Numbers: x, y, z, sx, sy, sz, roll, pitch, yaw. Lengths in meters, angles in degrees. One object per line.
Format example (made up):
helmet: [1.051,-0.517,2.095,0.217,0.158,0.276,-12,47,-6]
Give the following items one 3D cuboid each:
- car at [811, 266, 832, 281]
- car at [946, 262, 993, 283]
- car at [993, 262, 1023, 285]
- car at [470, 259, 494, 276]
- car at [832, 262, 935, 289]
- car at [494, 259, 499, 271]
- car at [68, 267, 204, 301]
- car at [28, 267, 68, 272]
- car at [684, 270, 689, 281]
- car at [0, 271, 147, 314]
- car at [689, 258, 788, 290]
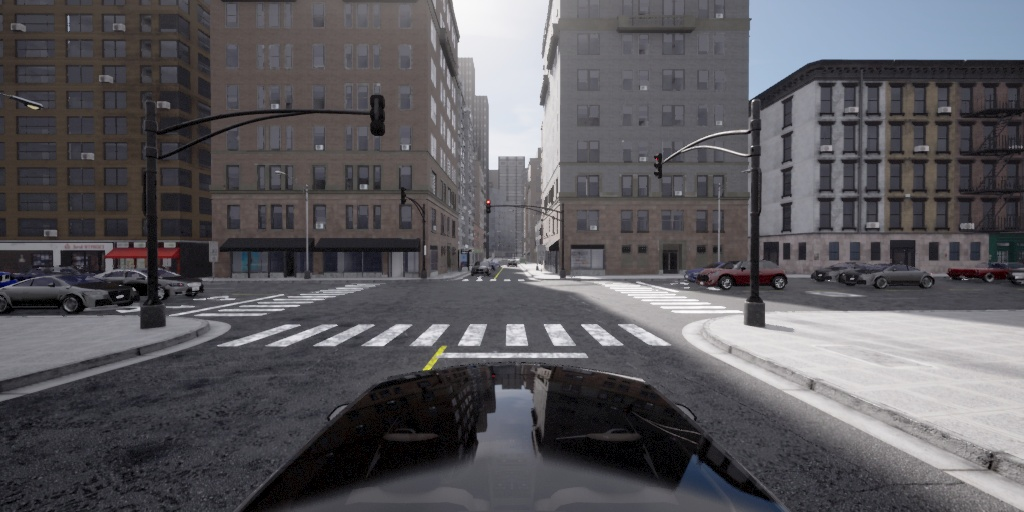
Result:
car: [22.917,1.106,24.365,4.181,1.385,1.994,0,1,-1]
car: [32.837,1.073,24.400,4.718,1.301,1.895,0,1,0]
car: [32.383,1.002,21.148,4.902,1.511,2.128,0,1,0]
car: [-3.124,1.260,37.047,1.837,1.490,4.892,0,0,0]
car: [21.987,1.148,21.104,4.181,1.385,1.994,0,1,-1]
car: [-3.124,1.364,48.957,1.895,1.301,4.718,0,0,0]
car: [-17.799,1.335,17.453,4.902,1.511,2.128,0,1,1]
car: [-31.273,1.433,24.069,4.718,1.301,1.895,0,1,0]
car: [14.170,1.127,24.311,4.674,1.442,1.812,0,1,0]
car: [-17.529,1.442,14.194,4.181,1.385,1.994,0,1,0]
car: [13.344,0.994,21.035,4.553,1.767,2.097,0,1,-1]
